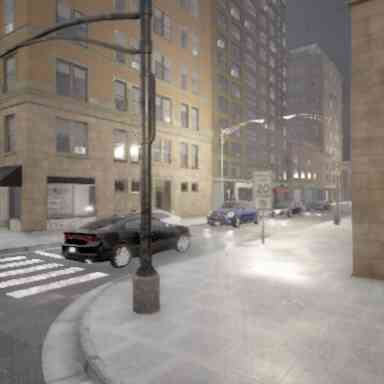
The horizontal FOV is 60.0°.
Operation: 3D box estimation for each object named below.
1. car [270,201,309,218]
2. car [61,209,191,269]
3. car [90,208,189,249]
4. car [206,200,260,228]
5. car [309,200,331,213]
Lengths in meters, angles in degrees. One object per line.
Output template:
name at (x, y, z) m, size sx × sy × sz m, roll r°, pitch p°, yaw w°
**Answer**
car at (8.932, 1.566, 31.153) m, size 2.128 × 1.511 × 4.902 m, roll 0°, pitch 0°, yaw 36°
car at (-2.001, 1.497, 11.525) m, size 1.882 × 1.535 × 5.008 m, roll -2°, pitch -1°, yaw 35°
car at (-2.280, 1.561, 15.596) m, size 1.812 × 1.442 × 4.674 m, roll 0°, pitch 0°, yaw 36°
car at (2.882, 1.404, 22.764) m, size 2.097 × 1.767 × 4.553 m, roll 0°, pitch 0°, yaw 36°
car at (15.158, 1.650, 39.740) m, size 2.033 × 1.411 × 5.357 m, roll 0°, pitch 0°, yaw 36°
